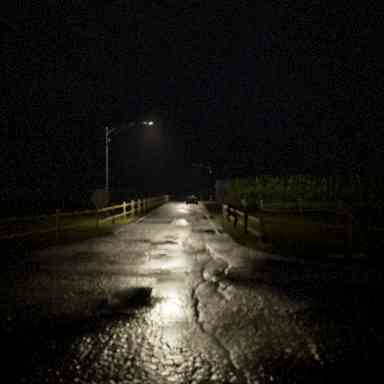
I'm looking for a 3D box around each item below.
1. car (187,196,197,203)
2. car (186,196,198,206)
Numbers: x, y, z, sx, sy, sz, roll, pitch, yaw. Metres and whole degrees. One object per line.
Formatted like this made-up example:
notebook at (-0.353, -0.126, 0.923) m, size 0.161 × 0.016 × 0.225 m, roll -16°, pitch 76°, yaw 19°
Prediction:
car at (-0.008, 1.401, 63.437) m, size 1.994 × 1.385 × 4.181 m, roll 0°, pitch 0°, yaw 0°
car at (-0.007, 1.467, 53.461) m, size 1.895 × 1.301 × 4.718 m, roll 0°, pitch 0°, yaw 0°
